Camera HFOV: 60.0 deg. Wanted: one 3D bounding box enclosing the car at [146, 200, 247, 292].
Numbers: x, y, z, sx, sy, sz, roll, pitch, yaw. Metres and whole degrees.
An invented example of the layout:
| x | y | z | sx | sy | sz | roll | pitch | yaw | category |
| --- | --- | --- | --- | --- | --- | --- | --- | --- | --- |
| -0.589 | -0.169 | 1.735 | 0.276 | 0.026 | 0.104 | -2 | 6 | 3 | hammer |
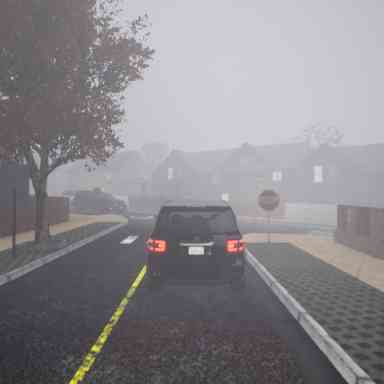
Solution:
| x | y | z | sx | sy | sz | roll | pitch | yaw | category |
| --- | --- | --- | --- | --- | --- | --- | --- | --- | --- |
| 0.100 | 1.225 | 9.085 | 2.150 | 2.045 | 5.566 | 0 | 0 | 0 | car |

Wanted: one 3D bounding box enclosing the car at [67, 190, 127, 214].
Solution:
| x | y | z | sx | sy | sz | roll | pitch | yaw | category |
| --- | --- | --- | --- | --- | --- | --- | --- | --- | --- |
| -8.531 | 0.932 | 30.611 | 5.566 | 2.045 | 2.150 | 2 | 0 | 32 | car |

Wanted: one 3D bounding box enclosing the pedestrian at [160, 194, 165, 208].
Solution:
| x | y | z | sx | sy | sz | roll | pitch | yaw | category |
| --- | --- | --- | --- | --- | --- | --- | --- | --- | --- |
| -3.107 | 1.088 | 34.121 | 0.375 | 1.860 | 0.375 | -1 | -5 | 32 | pedestrian |

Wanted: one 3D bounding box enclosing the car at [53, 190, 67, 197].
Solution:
| x | y | z | sx | sy | sz | roll | pitch | yaw | category |
| --- | --- | --- | --- | --- | --- | --- | --- | --- | --- |
| -13.244 | 0.760 | 37.045 | 5.566 | 2.045 | 2.150 | 2 | 0 | 32 | car |
